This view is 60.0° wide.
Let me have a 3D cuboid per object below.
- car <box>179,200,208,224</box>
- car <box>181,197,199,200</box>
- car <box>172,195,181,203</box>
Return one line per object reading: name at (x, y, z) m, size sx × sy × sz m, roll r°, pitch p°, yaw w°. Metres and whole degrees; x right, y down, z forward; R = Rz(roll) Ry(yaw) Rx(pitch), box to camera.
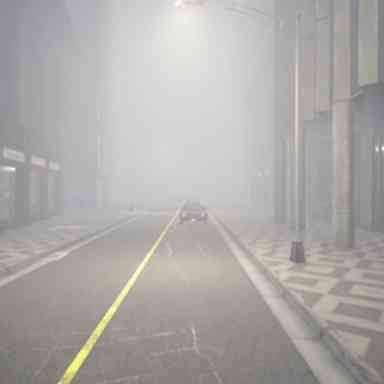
car at (0.105, 1.524, 23.875) m, size 1.895 × 1.301 × 4.718 m, roll 0°, pitch 0°, yaw 0°
car at (0.109, 1.361, 41.206) m, size 2.128 × 1.511 × 4.902 m, roll 0°, pitch 0°, yaw 0°
car at (-2.992, 1.289, 66.171) m, size 1.837 × 1.490 × 4.892 m, roll 0°, pitch 1°, yaw 0°
